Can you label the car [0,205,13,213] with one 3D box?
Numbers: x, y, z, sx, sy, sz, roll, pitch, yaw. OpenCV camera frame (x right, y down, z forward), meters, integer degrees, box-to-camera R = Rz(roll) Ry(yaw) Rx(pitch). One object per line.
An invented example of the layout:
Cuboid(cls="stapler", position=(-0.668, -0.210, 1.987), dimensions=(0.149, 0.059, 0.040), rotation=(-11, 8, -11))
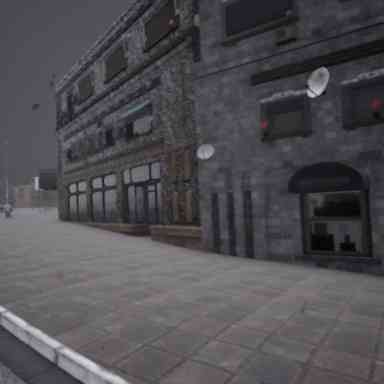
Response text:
Cuboid(cls="car", position=(-33.343, 2.952, 59.010), dimensions=(2.033, 1.411, 5.357), rotation=(-2, -1, -16))
